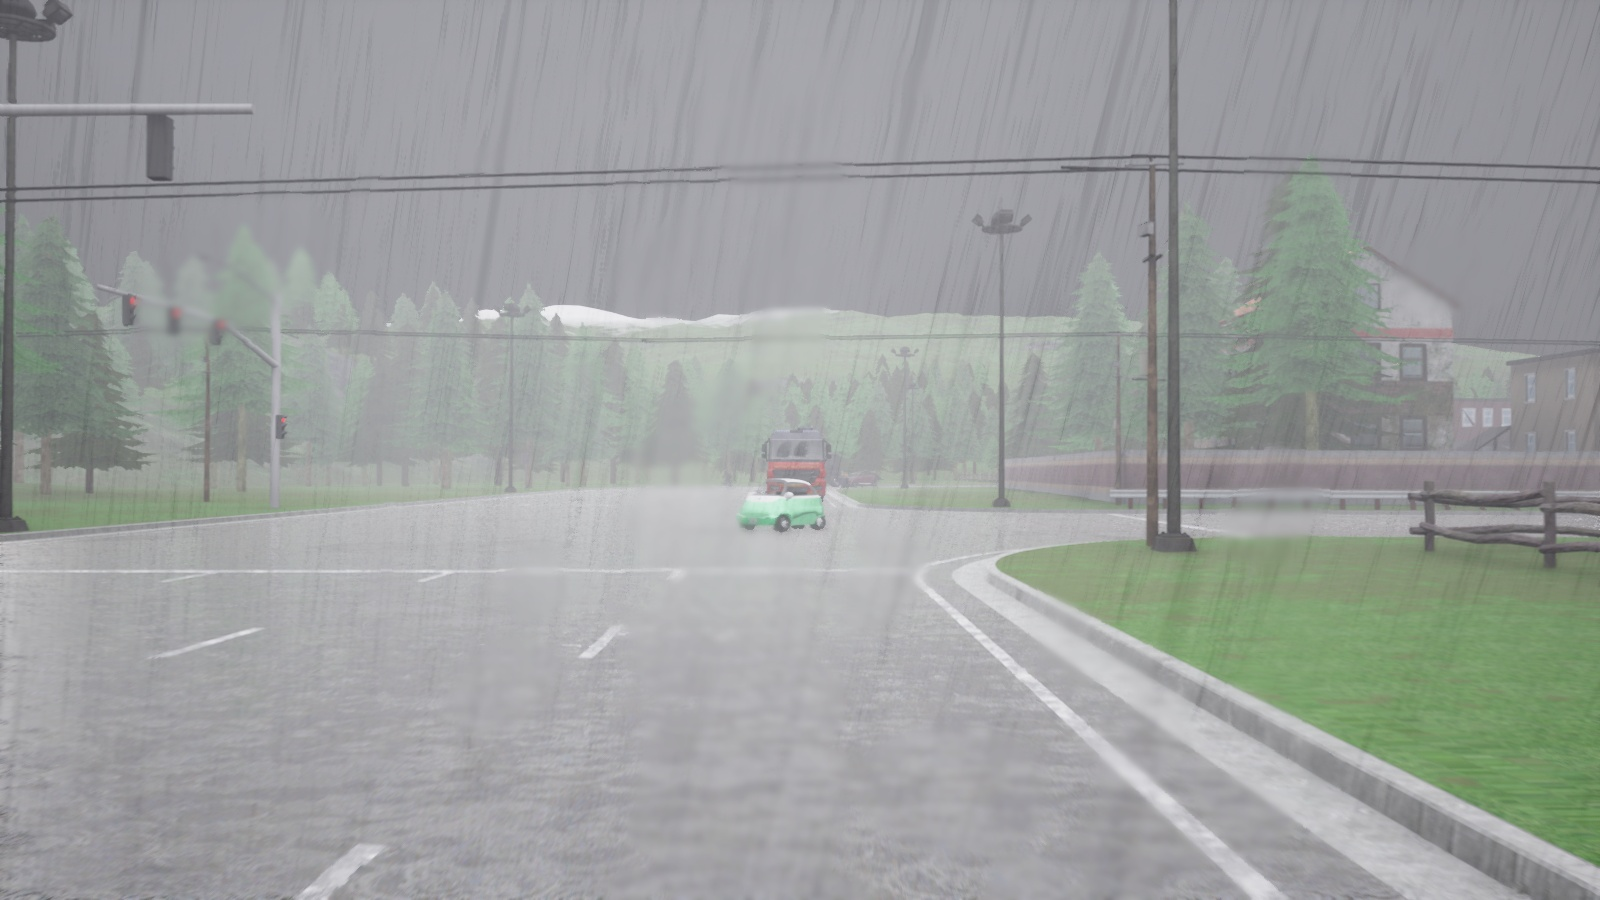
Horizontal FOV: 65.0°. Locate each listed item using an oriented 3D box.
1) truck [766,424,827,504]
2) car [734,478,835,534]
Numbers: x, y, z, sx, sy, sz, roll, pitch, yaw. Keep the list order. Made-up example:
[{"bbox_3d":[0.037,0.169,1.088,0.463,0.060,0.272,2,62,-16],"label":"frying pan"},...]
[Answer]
[{"bbox_3d":[-0.171,0.727,64.291,2.891,3.827,8.468,0,-1,0],"label":"truck"},{"bbox_3d":[-0.397,1.414,32.405,1.481,1.376,2.207,-2,-2,45],"label":"car"}]
